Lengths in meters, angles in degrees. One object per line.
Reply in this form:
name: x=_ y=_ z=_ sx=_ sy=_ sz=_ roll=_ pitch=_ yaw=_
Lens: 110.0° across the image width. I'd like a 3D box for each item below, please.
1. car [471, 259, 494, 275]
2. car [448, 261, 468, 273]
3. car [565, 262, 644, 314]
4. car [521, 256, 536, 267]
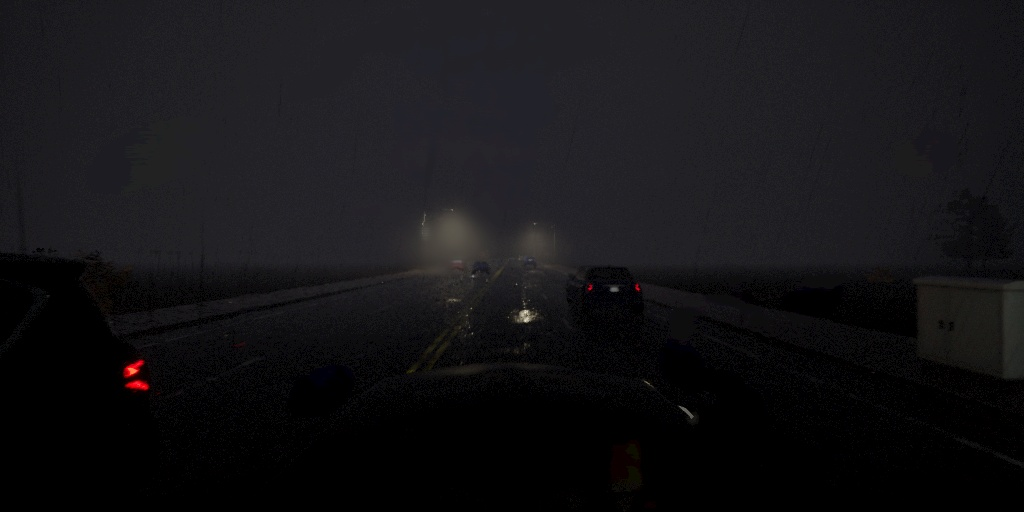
car: x=-3.342 y=1.273 z=39.289 sx=1.812 sy=1.442 sz=4.674 roll=0 pitch=0 yaw=0
car: x=-6.581 y=1.309 z=44.243 sx=1.994 sy=1.385 sz=4.181 roll=0 pitch=0 yaw=0
car: x=3.346 y=1.103 z=13.847 sx=2.097 sy=1.767 sz=4.553 roll=0 pitch=0 yaw=0
car: x=3.228 y=0.959 z=65.202 sx=2.150 sy=2.045 sz=5.566 roll=0 pitch=0 yaw=0
